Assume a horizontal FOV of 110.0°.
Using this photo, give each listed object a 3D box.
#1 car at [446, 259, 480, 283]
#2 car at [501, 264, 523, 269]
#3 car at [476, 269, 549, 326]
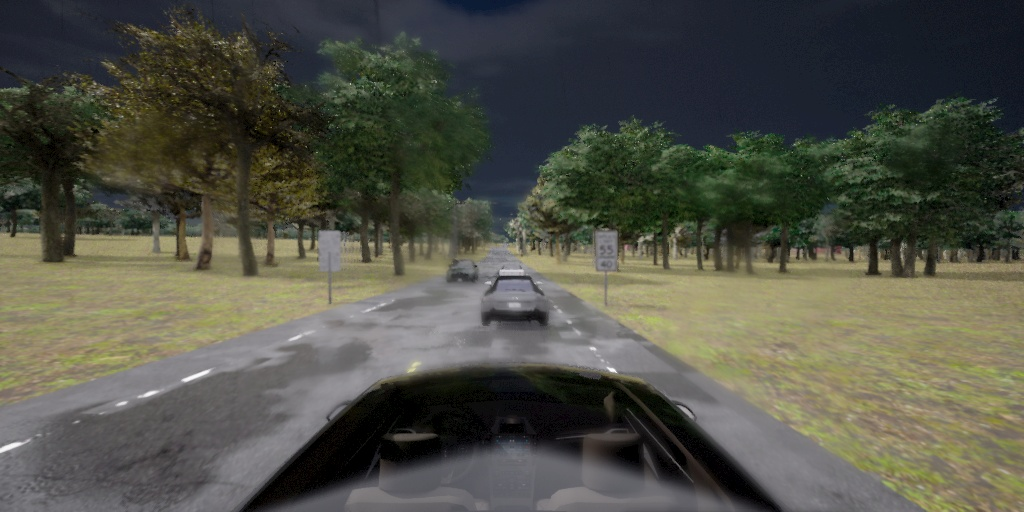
[{"bbox_3d":[-3.602,1.063,26.892,2.097,1.767,4.553,0,0,0],"label":"car"},{"bbox_3d":[-0.023,1.301,29.172,1.895,1.301,4.718,0,0,0],"label":"car"},{"bbox_3d":[0.077,1.311,11.740,1.994,1.385,4.181,0,0,0],"label":"car"}]
